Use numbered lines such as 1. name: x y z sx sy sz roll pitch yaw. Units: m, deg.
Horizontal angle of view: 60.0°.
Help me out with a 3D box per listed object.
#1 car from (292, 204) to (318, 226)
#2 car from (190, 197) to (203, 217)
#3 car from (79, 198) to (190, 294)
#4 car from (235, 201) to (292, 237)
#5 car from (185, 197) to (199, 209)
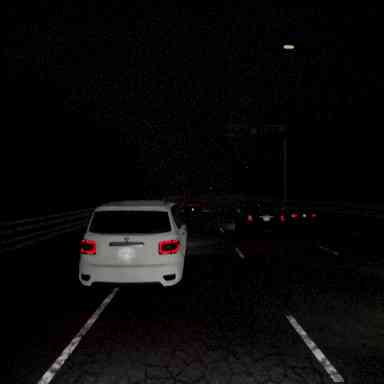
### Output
1. car: 7.098 1.548 23.495 2.033 1.411 5.357 0 0 0
2. car: 0.070 1.512 35.715 1.837 1.490 4.892 0 0 0
3. car: -1.226 1.223 8.912 2.150 2.045 5.566 0 0 0
4. car: 3.598 1.351 18.175 2.097 1.767 4.553 0 0 0
5. car: 0.041 1.533 47.256 1.837 1.490 4.892 0 0 0
